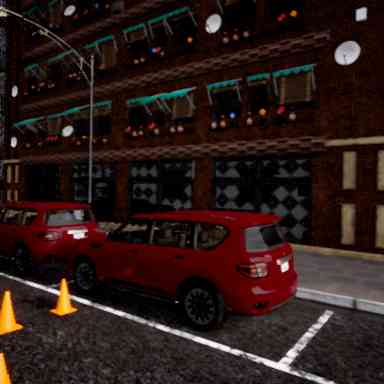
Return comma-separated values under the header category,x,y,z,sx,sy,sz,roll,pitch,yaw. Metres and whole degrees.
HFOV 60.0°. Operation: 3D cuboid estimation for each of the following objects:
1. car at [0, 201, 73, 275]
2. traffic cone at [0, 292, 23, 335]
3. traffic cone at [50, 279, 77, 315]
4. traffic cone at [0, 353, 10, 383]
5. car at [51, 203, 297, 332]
category,x,y,z,sx,sy,sz,roll,pitch,yaw
car,-4.910,1.201,10.108,5.009,1.841,2.192,1,1,36
traffic cone,-2.952,1.892,5.322,0.340,0.580,0.340,1,0,36
traffic cone,-2.365,1.896,6.131,0.340,0.580,0.340,1,0,36
traffic cone,-1.920,1.916,3.338,0.340,0.580,0.340,1,0,36
car,-0.418,1.278,6.850,5.009,1.841,2.192,1,1,36
